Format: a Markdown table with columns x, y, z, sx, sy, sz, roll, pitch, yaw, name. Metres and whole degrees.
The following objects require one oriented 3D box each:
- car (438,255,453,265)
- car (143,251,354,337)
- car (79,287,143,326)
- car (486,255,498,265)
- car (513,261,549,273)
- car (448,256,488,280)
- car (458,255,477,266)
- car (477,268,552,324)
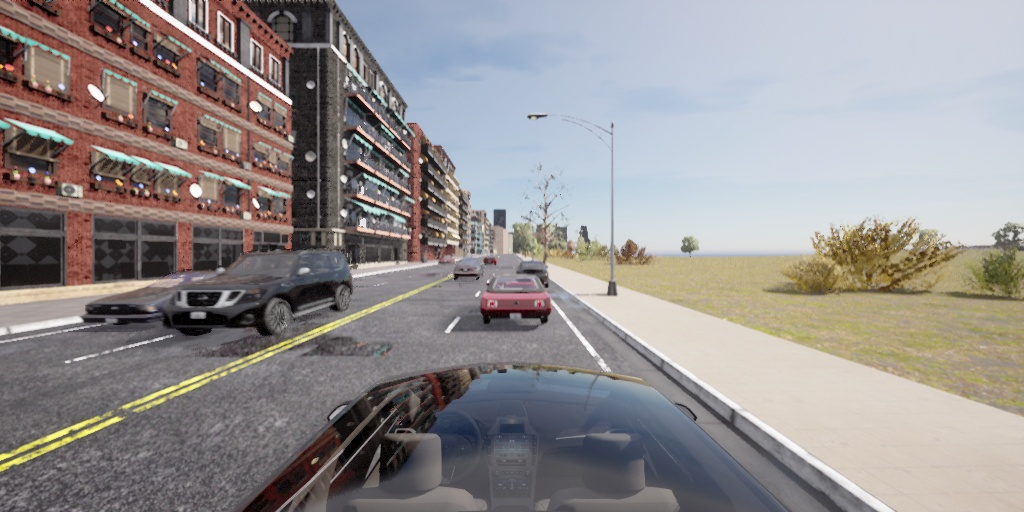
| x | y | z | sx | sy | sz | roll | pitch | yaw | name |
| --- | --- | --- | --- | --- | --- | --- | --- | --- | --- |
| -9.842 | 0.620 | 54.031 | 1.812 | 1.442 | 4.674 | 0 | 1 | 0 | car |
| -6.602 | 0.865 | 10.302 | 2.150 | 2.045 | 5.566 | 0 | 1 | 0 | car |
| -9.851 | 1.176 | 11.480 | 2.033 | 1.411 | 5.357 | 0 | 1 | 0 | car |
| -3.164 | 0.582 | 53.292 | 1.882 | 1.535 | 5.008 | 0 | 0 | 0 | car |
| 1.133 | 1.011 | 21.361 | 1.837 | 1.490 | 4.892 | 0 | 1 | 0 | car |
| -3.157 | 0.985 | 26.823 | 2.033 | 1.411 | 5.357 | 0 | 1 | 0 | car |
| -6.594 | 0.647 | 53.677 | 2.033 | 1.411 | 5.357 | 0 | 1 | 0 | car |
| 0.099 | 1.231 | 11.424 | 1.895 | 1.301 | 4.718 | 0 | 1 | 0 | car |
